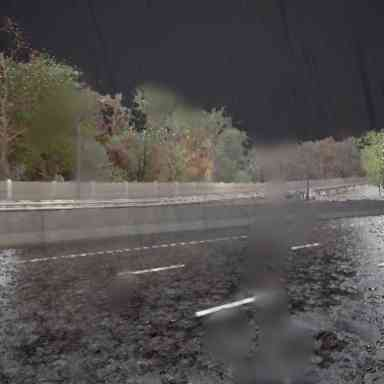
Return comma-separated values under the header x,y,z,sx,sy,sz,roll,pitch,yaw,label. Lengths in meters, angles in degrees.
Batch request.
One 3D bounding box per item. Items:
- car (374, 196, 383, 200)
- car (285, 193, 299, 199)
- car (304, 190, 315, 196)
x,y,z,sx,sy,sz,roll,pitch,yaw,label
33.681,1.415,58.004,5.357,1.411,2.033,0,0,-35,car
20.590,0.793,68.694,1.895,1.301,4.718,0,1,31,car
29.093,0.283,82.075,2.128,1.511,4.902,0,2,33,car
